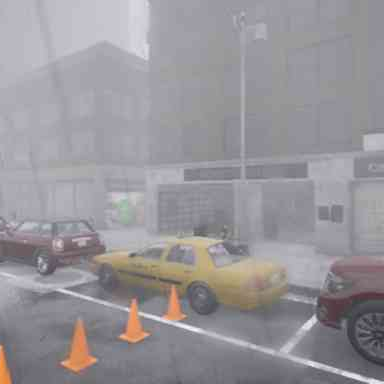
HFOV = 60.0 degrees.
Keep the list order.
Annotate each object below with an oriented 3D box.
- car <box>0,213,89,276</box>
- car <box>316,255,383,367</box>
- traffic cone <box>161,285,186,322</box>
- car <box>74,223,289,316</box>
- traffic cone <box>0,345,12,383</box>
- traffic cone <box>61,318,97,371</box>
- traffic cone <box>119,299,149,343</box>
[{"bbox_3d":[-4.699,1.486,10.590,4.097,1.590,1.967,0,0,36],"label":"car"},{"bbox_3d":[4.273,1.342,4.144,5.009,1.841,2.192,0,0,36],"label":"car"},{"bbox_3d":[-0.333,1.985,6.054,0.340,0.580,0.340,0,0,36],"label":"traffic cone"},{"bbox_3d":[-0.351,1.562,7.465,4.829,1.417,1.752,0,0,36],"label":"car"},{"bbox_3d":[-2.084,1.971,3.619,0.340,0.580,0.340,0,0,36],"label":"traffic cone"},{"bbox_3d":[-1.501,1.976,4.431,0.340,0.580,0.340,0,0,36],"label":"traffic cone"},{"bbox_3d":[-0.917,1.980,5.243,0.340,0.580,0.340,0,0,36],"label":"traffic cone"}]
